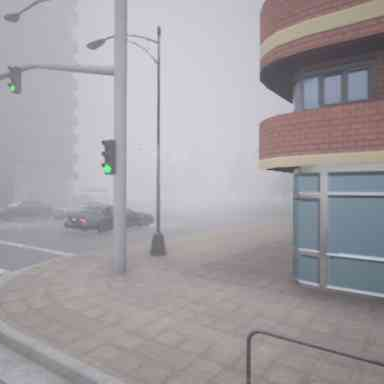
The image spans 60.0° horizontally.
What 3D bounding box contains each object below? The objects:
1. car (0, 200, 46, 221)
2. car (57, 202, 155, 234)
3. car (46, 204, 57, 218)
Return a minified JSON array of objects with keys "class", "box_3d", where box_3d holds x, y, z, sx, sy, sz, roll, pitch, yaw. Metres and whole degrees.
[{"class":"car","box_3d":[-12.889,1.364,25.376,1.812,1.442,4.674,0,0,36]},{"class":"car","box_3d":[-4.508,1.454,18.886,2.033,1.411,5.357,0,0,36]},{"class":"car","box_3d":[-8.327,1.462,25.712,1.895,1.301,4.718,0,0,36]}]
